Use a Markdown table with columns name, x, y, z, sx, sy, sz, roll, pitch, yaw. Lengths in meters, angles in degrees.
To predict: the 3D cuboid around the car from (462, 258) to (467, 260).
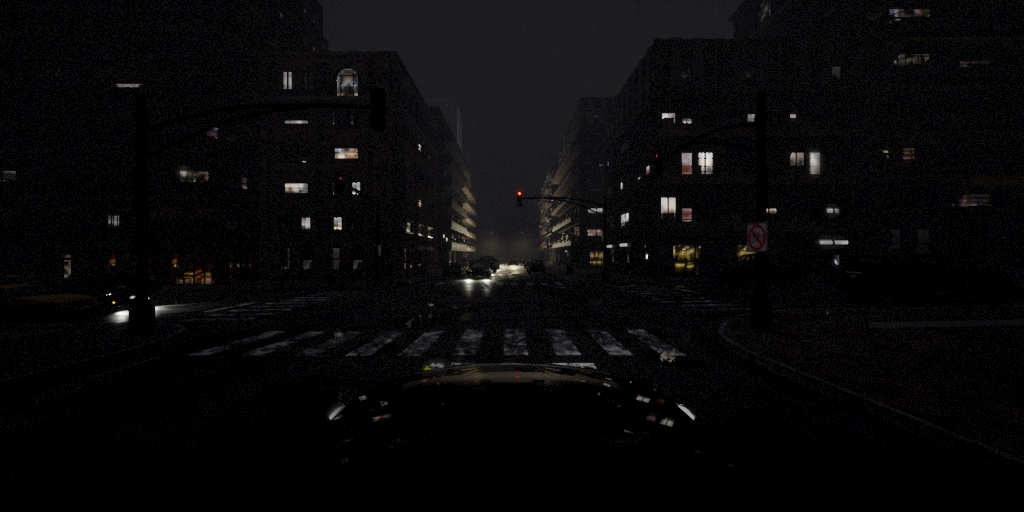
| name | x | y | z | sx | sy | sz | roll | pitch | yaw |
| --- | --- | --- | --- | --- | --- | --- | --- | --- | --- |
| car | -5.593 | 1.283 | 40.604 | 1.751 | 1.417 | 4.829 | 0 | 0 | 0 |

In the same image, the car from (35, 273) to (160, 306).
| name | x | y | z | sx | sy | sz | roll | pitch | yaw |
| --- | --- | --- | --- | --- | --- | --- | --- | --- | --- |
| car | -18.288 | 1.628 | 15.380 | 4.181 | 1.385 | 1.994 | -1 | 0 | 0 |

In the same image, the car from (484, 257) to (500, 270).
| name | x | y | z | sx | sy | sz | roll | pitch | yaw |
| --- | --- | --- | --- | --- | --- | --- | --- | --- | --- |
| car | -2.953 | 1.116 | 54.389 | 2.097 | 1.767 | 4.553 | 0 | 0 | 0 |

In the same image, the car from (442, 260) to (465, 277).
| name | x | y | z | sx | sy | sz | roll | pitch | yaw |
| --- | --- | --- | --- | --- | --- | --- | --- | --- | --- |
| car | -5.606 | 1.322 | 35.091 | 1.948 | 1.339 | 4.313 | 0 | 0 | 0 |

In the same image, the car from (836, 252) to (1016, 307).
| name | x | y | z | sx | sy | sz | roll | pitch | yaw |
| --- | --- | --- | --- | --- | --- | --- | --- | --- | --- |
| car | 14.738 | 0.775 | 12.997 | 5.009 | 1.841 | 2.192 | 0 | 0 | 0 |

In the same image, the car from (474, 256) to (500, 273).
| name | x | y | z | sx | sy | sz | roll | pitch | yaw |
| --- | --- | --- | --- | --- | --- | --- | --- | --- | --- |
| car | -2.993 | 0.981 | 44.056 | 2.150 | 2.045 | 5.566 | 0 | 0 | 0 |

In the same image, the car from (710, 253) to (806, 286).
| name | x | y | z | sx | sy | sz | roll | pitch | yaw |
| --- | --- | --- | --- | --- | --- | --- | --- | --- | --- |
| car | 14.625 | 0.759 | 21.376 | 5.009 | 1.841 | 2.192 | 0 | 0 | 0 |

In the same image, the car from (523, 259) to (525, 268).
| name | x | y | z | sx | sy | sz | roll | pitch | yaw |
| --- | --- | --- | --- | --- | --- | --- | --- | --- | --- |
| car | 2.802 | 1.200 | 46.437 | 1.967 | 1.591 | 4.097 | 0 | 0 | 0 |

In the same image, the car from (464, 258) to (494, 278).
| name | x | y | z | sx | sy | sz | roll | pitch | yaw |
| --- | --- | --- | --- | --- | --- | --- | --- | --- | --- |
| car | -3.020 | 1.233 | 34.074 | 1.882 | 1.535 | 5.008 | 0 | 0 | 0 |

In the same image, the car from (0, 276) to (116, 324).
| name | x | y | z | sx | sy | sz | roll | pitch | yaw |
| --- | --- | --- | --- | --- | --- | --- | --- | --- | --- |
| car | -17.602 | 1.585 | 12.795 | 4.829 | 1.417 | 1.751 | 0 | 0 | 0 |

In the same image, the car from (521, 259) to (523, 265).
| name | x | y | z | sx | sy | sz | roll | pitch | yaw |
| --- | --- | --- | --- | --- | --- | --- | --- | --- | --- |
| car | 2.831 | 1.348 | 57.802 | 1.802 | 1.307 | 4.207 | 0 | 0 | 0 |

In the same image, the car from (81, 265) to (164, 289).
| name | x | y | z | sx | sy | sz | roll | pitch | yaw |
| --- | --- | --- | --- | --- | --- | --- | --- | --- | --- |
| car | -23.550 | 1.462 | 21.106 | 5.009 | 1.841 | 2.192 | 0 | 0 | 0 |

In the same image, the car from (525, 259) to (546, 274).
| name | x | y | z | sx | sy | sz | roll | pitch | yaw |
| --- | --- | --- | --- | --- | --- | --- | --- | --- | --- |
| car | 2.788 | 1.198 | 40.754 | 1.967 | 1.591 | 4.097 | 0 | 0 | 0 |
